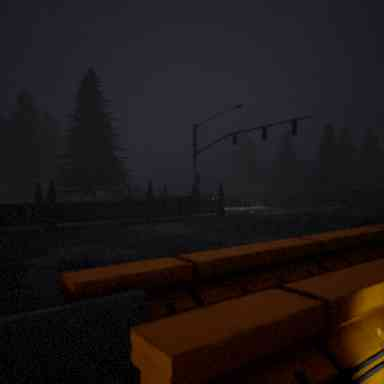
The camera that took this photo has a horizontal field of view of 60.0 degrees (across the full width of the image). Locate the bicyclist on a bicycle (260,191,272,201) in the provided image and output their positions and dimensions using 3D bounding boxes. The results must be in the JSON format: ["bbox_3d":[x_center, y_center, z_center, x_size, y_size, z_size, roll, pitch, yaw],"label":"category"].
[{"bbox_3d":[11.528,0.640,50.930,1.656,1.620,0.582,-1,1,-7],"label":"bicyclist on a bicycle"}]

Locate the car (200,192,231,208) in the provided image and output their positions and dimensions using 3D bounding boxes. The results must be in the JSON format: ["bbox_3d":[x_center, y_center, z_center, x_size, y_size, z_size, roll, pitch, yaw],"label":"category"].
[{"bbox_3d":[2.007,0.935,39.565,2.097,1.767,4.553,-1,1,-35],"label":"car"}]

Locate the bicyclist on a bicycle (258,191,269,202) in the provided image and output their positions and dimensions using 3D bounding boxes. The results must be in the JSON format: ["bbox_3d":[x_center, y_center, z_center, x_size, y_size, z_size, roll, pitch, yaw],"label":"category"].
[{"bbox_3d":[11.176,0.636,51.799,1.656,1.620,0.582,-1,1,-32],"label":"bicyclist on a bicycle"}]

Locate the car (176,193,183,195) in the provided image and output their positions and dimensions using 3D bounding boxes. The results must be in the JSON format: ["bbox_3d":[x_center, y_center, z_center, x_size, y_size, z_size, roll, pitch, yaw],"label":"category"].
[{"bbox_3d":[-2.424,0.920,64.558,1.812,1.442,4.674,-1,1,-6],"label":"car"}]

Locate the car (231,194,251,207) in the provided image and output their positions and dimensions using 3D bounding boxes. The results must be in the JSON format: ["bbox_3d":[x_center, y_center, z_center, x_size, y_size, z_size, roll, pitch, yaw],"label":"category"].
[{"bbox_3d":[5.134,1.001,41.210,1.882,1.535,5.008,-1,2,-35],"label":"car"}]
